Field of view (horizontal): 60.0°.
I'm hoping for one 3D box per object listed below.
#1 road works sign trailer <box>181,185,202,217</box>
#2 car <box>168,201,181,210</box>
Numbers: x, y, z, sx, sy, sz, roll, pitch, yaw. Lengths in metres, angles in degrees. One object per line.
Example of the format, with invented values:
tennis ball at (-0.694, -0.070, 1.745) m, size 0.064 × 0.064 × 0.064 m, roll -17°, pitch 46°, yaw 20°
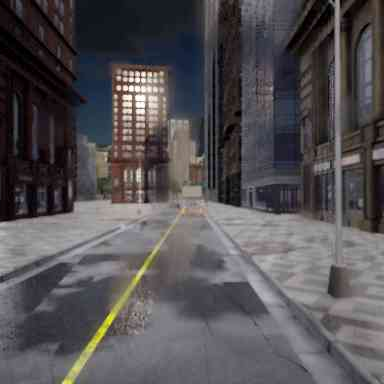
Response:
road works sign trailer at (-0.015, 0.981, 37.726) m, size 2.380 × 3.560 × 2.880 m, roll 0°, pitch -1°, yaw 0°
car at (-3.069, 2.334, 58.700) m, size 1.837 × 1.490 × 4.892 m, roll 0°, pitch -1°, yaw 1°
